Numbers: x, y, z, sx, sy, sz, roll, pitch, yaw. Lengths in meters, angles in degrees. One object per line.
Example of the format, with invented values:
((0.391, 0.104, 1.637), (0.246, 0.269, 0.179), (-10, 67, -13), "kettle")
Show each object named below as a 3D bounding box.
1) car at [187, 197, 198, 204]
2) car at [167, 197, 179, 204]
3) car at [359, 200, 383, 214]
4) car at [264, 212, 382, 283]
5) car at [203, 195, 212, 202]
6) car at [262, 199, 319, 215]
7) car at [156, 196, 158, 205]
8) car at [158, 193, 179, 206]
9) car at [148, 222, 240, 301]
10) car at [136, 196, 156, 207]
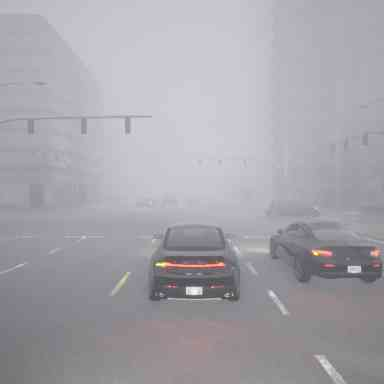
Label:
((0.073, 1.563, 63.513), (1.994, 1.385, 4.181), (0, 0, 0), "car")
((-3.558, 1.601, 63.291), (1.895, 1.301, 4.718), (0, 0, 1), "car")
((20.841, 1.547, 35.441), (5.357, 1.411, 2.033), (0, 0, 1), "car")
((3.562, 1.526, 9.576), (1.812, 1.442, 4.674), (0, 0, 0), "car")
((3.494, 1.500, 74.673), (1.837, 1.490, 4.892), (0, 0, 0), "car")
((8.408, 1.352, 28.363), (4.553, 1.767, 2.097), (0, 0, 1), "car")
((-7.078, 1.477, 59.900), (1.882, 1.535, 5.008), (0, 0, 0), "car")
((-3.610, 1.221, 53.318), (2.150, 2.045, 5.566), (0, 0, 1), "car")
((0.057, 1.505, 8.320), (1.837, 1.490, 4.892), (0, 0, 0), "car")
((-7.105, 1.547, 50.077), (2.033, 1.411, 5.357), (0, 0, 0), "car")
